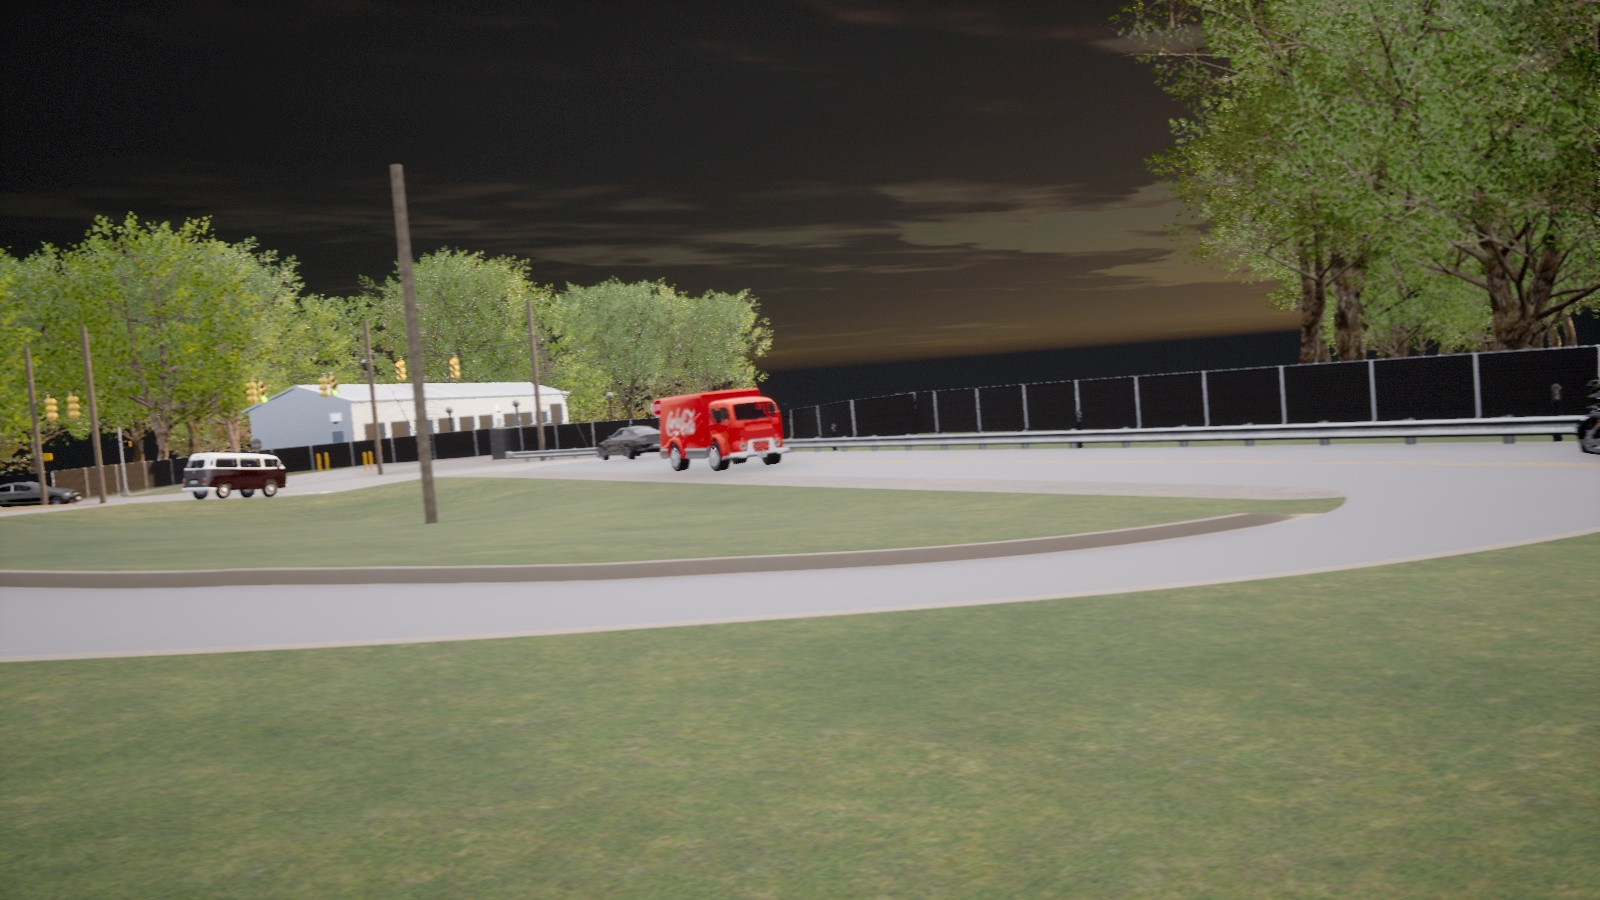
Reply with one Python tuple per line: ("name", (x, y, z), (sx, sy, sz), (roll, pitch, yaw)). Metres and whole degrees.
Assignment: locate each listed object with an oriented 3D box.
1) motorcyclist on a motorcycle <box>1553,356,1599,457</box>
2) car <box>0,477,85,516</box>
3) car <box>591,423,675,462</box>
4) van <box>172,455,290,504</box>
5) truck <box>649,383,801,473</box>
("motorcyclist on a motorcycle", (12.812, -0.692, 19.032), (0.866, 1.530, 2.191), (-7, 3, -27))
("car", (-42.254, 2.607, 68.557), (5.027, 1.651, 2.152), (-5, 4, -11))
("car", (-7.494, -0.311, 55.995), (1.812, 1.442, 4.674), (-7, 3, -32))
("van", (-25.473, 1.284, 56.386), (2.069, 2.038, 4.480), (-3, -2, 27))
("truck", (-2.485, -0.645, 40.035), (2.627, 2.467, 5.204), (-7, 3, -28))
